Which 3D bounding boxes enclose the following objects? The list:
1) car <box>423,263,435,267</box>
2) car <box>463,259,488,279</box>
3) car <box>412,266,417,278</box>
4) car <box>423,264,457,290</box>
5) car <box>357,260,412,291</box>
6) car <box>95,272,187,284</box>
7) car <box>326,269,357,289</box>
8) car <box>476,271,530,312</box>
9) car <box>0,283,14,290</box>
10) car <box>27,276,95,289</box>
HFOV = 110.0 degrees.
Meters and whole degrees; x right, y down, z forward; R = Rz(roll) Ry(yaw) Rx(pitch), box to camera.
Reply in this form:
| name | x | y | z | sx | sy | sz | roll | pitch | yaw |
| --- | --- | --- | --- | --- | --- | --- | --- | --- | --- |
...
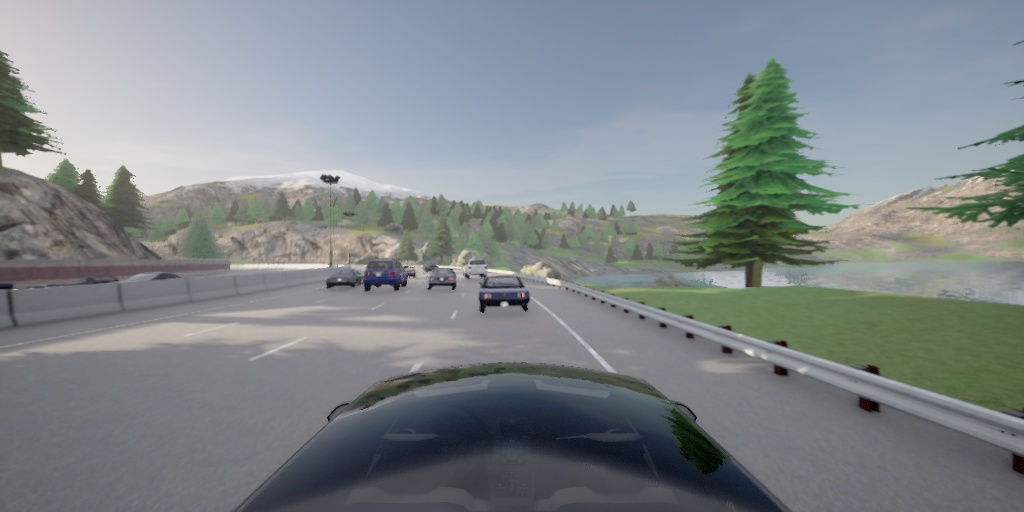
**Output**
| name | x | y | z | sx | sy | sz | roll | pitch | yaw |
| --- | --- | --- | --- | --- | --- | --- | --- | --- | --- |
| car | -12.997 | 1.864 | 56.759 | 1.837 | 1.490 | 4.892 | 0 | -1 | -21 |
| car | -3.957 | 1.318 | 38.142 | 2.150 | 2.045 | 5.566 | 0 | 0 | -13 |
| car | -11.672 | 1.808 | 40.193 | 1.895 | 1.301 | 4.718 | -1 | 0 | -15 |
| car | -4.875 | 1.550 | 25.339 | 2.033 | 1.411 | 5.357 | -1 | 0 | -9 |
| car | -8.630 | 1.267 | 24.842 | 2.150 | 2.045 | 5.566 | -1 | 0 | -8 |
| car | -22.404 | 1.731 | 22.291 | 1.812 | 1.442 | 4.674 | -1 | -1 | -8 |
| car | -12.537 | 1.677 | 27.300 | 1.994 | 1.385 | 4.181 | -1 | 0 | -10 |
| car | -0.438 | 1.465 | 15.040 | 1.895 | 1.301 | 4.718 | -1 | 0 | -5 |
| car | -32.795 | 1.943 | 20.800 | 1.895 | 1.301 | 4.718 | -1 | 0 | -8 |
| car | -25.867 | 1.901 | 21.798 | 1.895 | 1.301 | 4.718 | -1 | 0 | -8 |
